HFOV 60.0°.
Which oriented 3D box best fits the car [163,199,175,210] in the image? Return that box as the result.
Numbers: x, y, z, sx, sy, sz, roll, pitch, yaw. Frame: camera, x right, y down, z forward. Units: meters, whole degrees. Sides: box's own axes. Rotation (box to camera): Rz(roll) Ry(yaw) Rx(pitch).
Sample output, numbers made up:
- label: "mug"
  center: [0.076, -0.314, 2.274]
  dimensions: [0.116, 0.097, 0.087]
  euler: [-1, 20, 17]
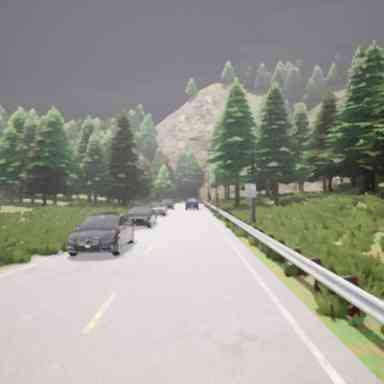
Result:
- label: "car"
  center: [-3.523, 1.780, 47.543]
  dimensions: [1.837, 1.490, 4.892]
  euler: [-1, -1, 1]

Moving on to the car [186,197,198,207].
- label: "car"
  center: [0.015, 1.743, 56.936]
  dimensions: [1.882, 1.535, 5.008]
  euler: [-1, 0, 0]

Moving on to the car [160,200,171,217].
- label: "car"
  center: [-3.588, 1.820, 34.421]
  dimensions: [1.895, 1.301, 4.718]
  euler: [-1, 0, 0]

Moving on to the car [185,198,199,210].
- label: "car"
  center: [0.010, 1.699, 46.558]
  dimensions: [1.882, 1.535, 5.008]
  euler: [-1, 0, 0]

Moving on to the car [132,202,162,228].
- label: "car"
  center: [-3.596, 1.721, 23.679]
  dimensions: [2.033, 1.411, 5.357]
  euler: [-1, 0, 0]

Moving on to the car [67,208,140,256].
- label: "car"
  center: [-3.602, 1.637, 13.892]
  dimensions: [1.837, 1.490, 4.892]
  euler: [-1, 0, 0]
